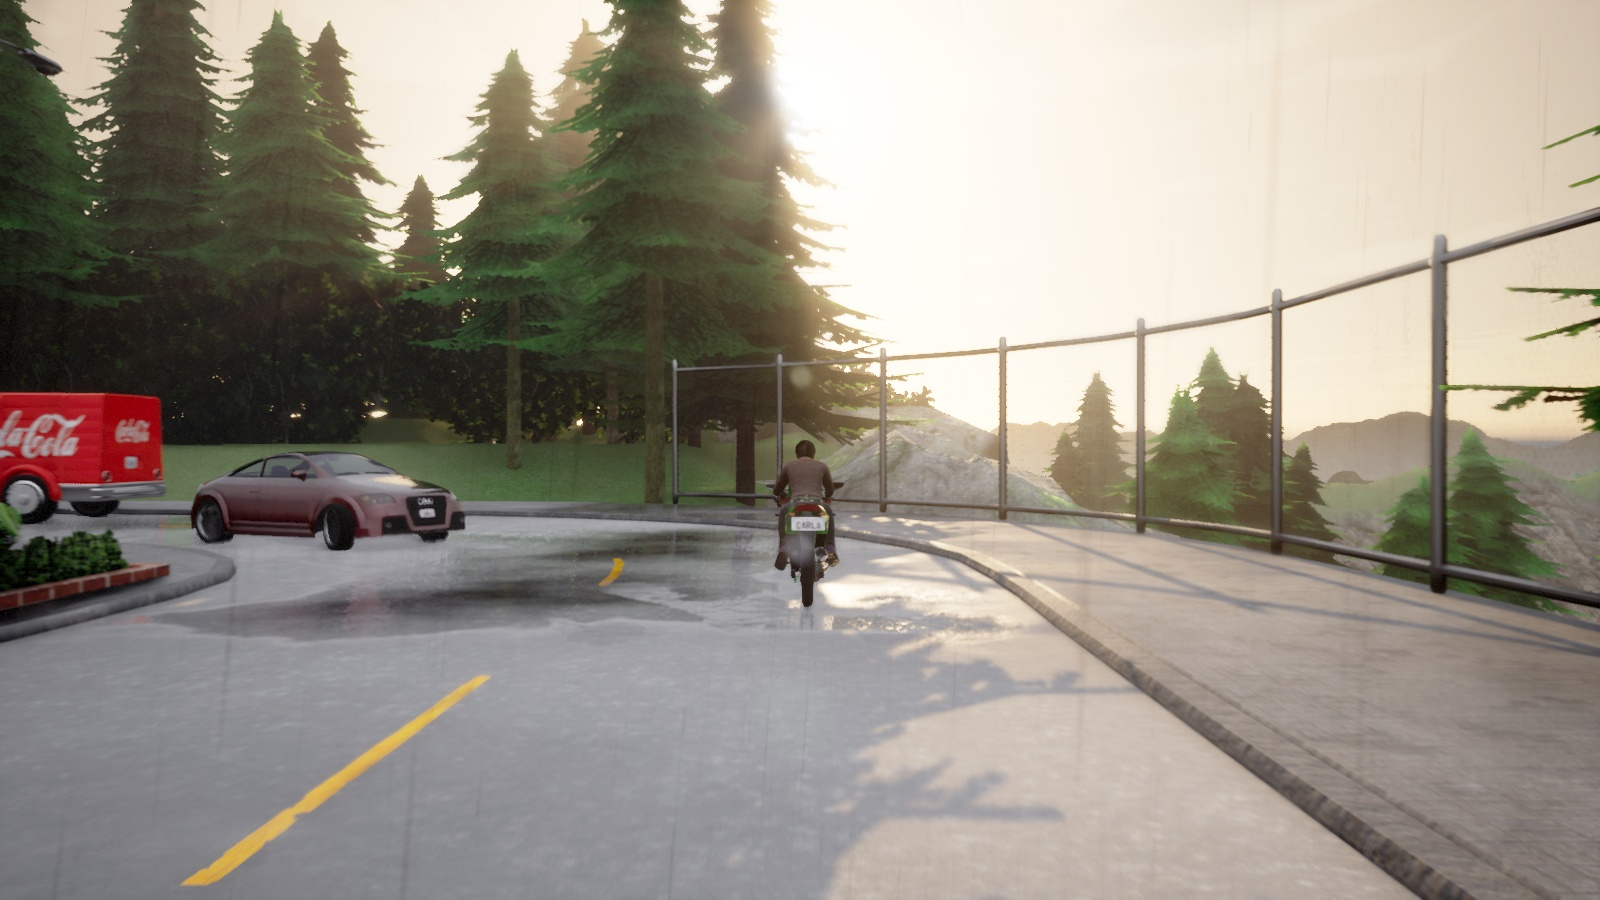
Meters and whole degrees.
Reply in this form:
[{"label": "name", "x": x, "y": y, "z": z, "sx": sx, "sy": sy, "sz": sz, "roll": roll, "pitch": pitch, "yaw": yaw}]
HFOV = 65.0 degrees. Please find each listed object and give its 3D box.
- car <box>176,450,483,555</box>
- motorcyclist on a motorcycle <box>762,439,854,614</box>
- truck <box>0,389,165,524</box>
[{"label": "car", "x": -6.996, "y": 0.701, "z": 18.624, "sx": 4.181, "sy": 1.385, "sz": 1.994, "roll": 0, "pitch": 0, "yaw": 28}, {"label": "motorcyclist on a motorcycle", "x": 0.056, "y": 0.662, "z": 11.958, "sx": 0.797, "sy": 1.523, "sz": 2.044, "roll": 0, "pitch": 0, "yaw": -1}, {"label": "truck", "x": -15.512, "y": 0.111, "z": 24.206, "sx": 5.204, "sy": 2.467, "sz": 2.627, "roll": 0, "pitch": 0, "yaw": 0}]
